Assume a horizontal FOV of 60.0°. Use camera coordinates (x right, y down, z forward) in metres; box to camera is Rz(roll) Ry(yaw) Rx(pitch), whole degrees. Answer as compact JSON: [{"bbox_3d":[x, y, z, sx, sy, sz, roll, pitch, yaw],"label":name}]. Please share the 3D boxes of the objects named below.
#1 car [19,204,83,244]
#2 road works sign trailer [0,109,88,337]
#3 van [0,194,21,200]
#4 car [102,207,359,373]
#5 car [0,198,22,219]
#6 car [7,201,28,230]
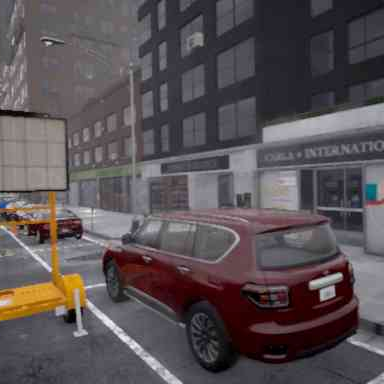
[{"bbox_3d":[-6.261,1.378,14.960,1.887,1.381,4.507,-2,2,-34],"label":"car"},{"bbox_3d":[-3.344,0.421,5.599,2.380,3.560,2.880,-2,1,-34],"label":"road works sign trailer"},{"bbox_3d":[-15.872,1.117,28.958,1.690,1.788,3.998,-2,2,-34],"label":"van"},{"bbox_3d":[0.136,1.182,5.618,2.192,1.841,5.009,-2,2,-34],"label":"car"},{"bbox_3d":[-12.664,1.378,24.296,1.802,1.307,4.206,-2,2,-34],"label":"car"},{"bbox_3d":[-9.461,1.397,19.628,1.802,1.307,4.206,-2,2,-34],"label":"car"}]
